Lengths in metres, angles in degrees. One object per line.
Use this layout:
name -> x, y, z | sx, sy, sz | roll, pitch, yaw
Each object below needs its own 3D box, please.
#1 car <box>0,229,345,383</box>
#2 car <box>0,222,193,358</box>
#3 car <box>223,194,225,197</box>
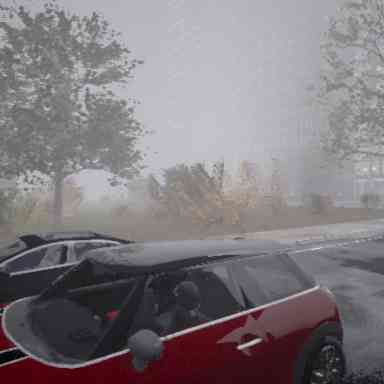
car -> -0.530, 1.348, 3.306 | 4.553, 1.767, 2.097 | 0, 0, -35
car -> -2.603, 1.488, 5.820 | 4.902, 1.511, 2.128 | 0, 0, -35
car -> 7.304, 0.980, 77.897 | 2.097, 1.767, 4.553 | 1, 0, -34
